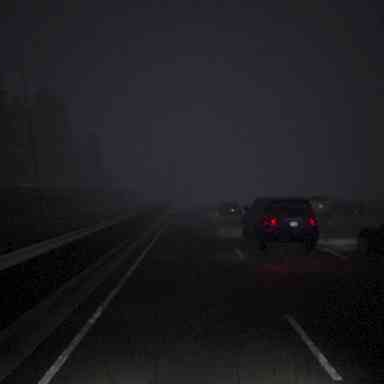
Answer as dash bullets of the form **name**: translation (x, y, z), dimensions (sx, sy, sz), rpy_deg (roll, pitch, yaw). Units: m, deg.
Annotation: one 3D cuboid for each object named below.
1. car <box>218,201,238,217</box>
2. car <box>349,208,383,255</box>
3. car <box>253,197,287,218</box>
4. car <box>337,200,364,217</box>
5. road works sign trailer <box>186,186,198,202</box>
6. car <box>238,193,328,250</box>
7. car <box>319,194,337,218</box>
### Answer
- **car**: translation (3.601, 1.579, 31.692), dimensions (1.994, 1.385, 4.181), rpy_deg (0, 0, 0)
- **car**: translation (7.096, 1.483, 10.369), dimensions (1.882, 1.535, 5.008), rpy_deg (0, 0, 0)
- **car**: translation (7.101, 1.366, 30.685), dimensions (2.097, 1.767, 4.553), rpy_deg (0, 0, 0)
- **car**: translation (14.101, 1.506, 30.974), dimensions (2.128, 1.511, 4.902), rpy_deg (0, 0, 0)
- **road works sign trailer**: translation (0.005, 0.499, 76.603), dimensions (2.380, 3.560, 2.880), rpy_deg (0, 0, 0)
- **car**: translation (3.601, 1.228, 14.439), dimensions (2.150, 2.045, 5.566), rpy_deg (0, 0, 0)
- **car**: translation (10.602, 1.235, 30.034), dimensions (2.150, 2.045, 5.566), rpy_deg (0, 0, 0)
